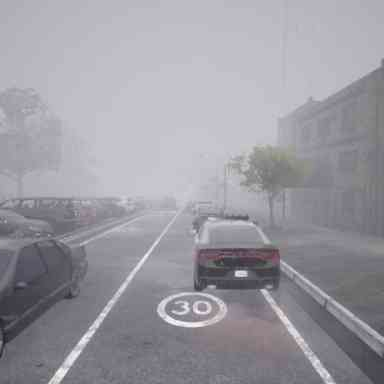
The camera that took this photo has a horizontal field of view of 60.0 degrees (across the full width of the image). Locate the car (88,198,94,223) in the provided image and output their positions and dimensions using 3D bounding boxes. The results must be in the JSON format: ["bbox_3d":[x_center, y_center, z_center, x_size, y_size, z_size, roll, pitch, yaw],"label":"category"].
[{"bbox_3d":[-8.800,1.431,20.534,4.553,1.767,2.185,0,-1,0],"label":"car"}]

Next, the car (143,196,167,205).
[{"bbox_3d":[-8.840,1.956,79.400,5.566,2.045,2.435,0,-1,0],"label":"car"}]

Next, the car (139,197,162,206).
[{"bbox_3d":[-8.831,1.979,70.989,4.553,1.767,2.185,0,-1,0],"label":"car"}]

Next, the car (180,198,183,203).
[{"bbox_3d":[-3.189,2.423,90.899,1.994,1.385,4.181,0,-1,0],"label":"car"}]

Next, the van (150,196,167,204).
[{"bbox_3d":[-8.993,2.119,90.612,4.442,1.987,1.878,0,-1,0],"label":"van"}]

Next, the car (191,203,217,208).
[{"bbox_3d":[0.988,1.584,19.095,1.837,1.490,4.892,0,-1,0],"label":"car"}]

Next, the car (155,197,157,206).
[{"bbox_3d":[-8.824,1.962,56.972,4.792,1.488,2.163,0,-1,0],"label":"car"}]

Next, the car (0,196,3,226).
[{"bbox_3d":[-8.869,1.232,9.325,5.566,2.045,2.435,0,0,0],"label":"car"}]

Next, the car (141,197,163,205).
[{"bbox_3d":[-8.834,2.013,73.792,4.553,1.767,2.185,0,-1,0],"label":"car"}]

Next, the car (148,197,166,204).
[{"bbox_3d":[-8.904,2.151,85.005,4.553,1.767,2.185,0,-1,0],"label":"car"}]

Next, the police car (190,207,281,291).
[{"bbox_3d":[0.981,1.431,9.187,1.930,1.638,5.238,0,0,0],"label":"police car"}]

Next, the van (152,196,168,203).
[{"bbox_3d":[-8.995,2.154,93.415,4.442,1.987,1.878,0,-1,0],"label":"van"}]

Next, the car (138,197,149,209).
[{"bbox_3d":[-8.840,1.796,45.763,5.008,1.535,2.097,0,-1,0],"label":"car"}]

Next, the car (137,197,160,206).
[{"bbox_3d":[-8.892,1.944,68.186,4.553,1.767,2.185,0,-1,0],"label":"car"}]

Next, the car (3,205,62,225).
[{"bbox_3d":[-8.841,1.514,14.927,4.892,1.521,2.231,0,0,0],"label":"car"}]

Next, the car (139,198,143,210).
[{"bbox_3d":[-8.812,1.766,40.155,4.792,1.488,2.163,0,-1,0],"label":"car"}]

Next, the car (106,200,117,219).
[{"bbox_3d":[-8.826,1.608,26.141,4.892,1.521,2.231,0,-1,0],"label":"car"}]

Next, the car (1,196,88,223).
[{"bbox_3d":[-8.861,1.283,17.735,5.566,2.045,2.435,0,0,0],"label":"car"}]

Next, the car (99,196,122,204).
[{"bbox_3d":[-21.985,2.089,90.095,5.566,2.045,2.435,0,-1,0],"label":"car"}]

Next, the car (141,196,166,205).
[{"bbox_3d":[-8.838,1.922,76.597,5.566,2.045,2.435,0,-1,0],"label":"car"}]

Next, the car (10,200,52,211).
[{"bbox_3d":[-21.922,1.833,45.422,4.674,1.452,2.002,0,-1,0],"label":"car"}]

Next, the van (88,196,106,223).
[{"bbox_3d":[-8.716,1.356,23.339,4.442,1.987,1.878,0,-1,0],"label":"van"}]

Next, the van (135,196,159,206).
[{"bbox_3d":[-8.742,1.810,65.384,4.442,1.987,1.878,0,-1,0],"label":"van"}]

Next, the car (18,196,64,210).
[{"bbox_3d":[-21.897,1.576,48.333,5.566,2.045,2.435,0,-1,0],"label":"car"}]

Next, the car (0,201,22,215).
[{"bbox_3d":[-21.947,1.738,37.192,4.792,1.488,2.163,0,-1,0],"label":"car"}]

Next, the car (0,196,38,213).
[{"bbox_3d":[-21.892,1.484,39.978,5.566,2.045,2.435,0,-1,0],"label":"car"}]

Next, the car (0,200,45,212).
[{"bbox_3d":[-21.917,1.765,42.762,5.008,1.535,2.097,0,-1,0],"label":"car"}]

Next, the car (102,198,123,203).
[{"bbox_3d":[-22.144,2.371,92.867,5.366,1.575,1.946,0,-1,0],"label":"car"}]

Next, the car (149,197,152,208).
[{"bbox_3d":[-9.032,1.826,48.563,5.366,1.575,1.946,0,-1,0],"label":"car"}]

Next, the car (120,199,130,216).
[{"bbox_3d":[-8.830,1.658,31.747,5.008,1.535,2.097,0,-1,0],"label":"car"}]

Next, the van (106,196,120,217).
[{"bbox_3d":[-8.950,1.407,28.946,4.442,1.987,1.878,0,-1,0],"label":"van"}]

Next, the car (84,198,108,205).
[{"bbox_3d":[-21.952,2.171,76.213,4.892,1.521,2.231,0,-1,0],"label":"car"}]

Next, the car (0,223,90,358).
[{"bbox_3d":[-3.346,1.544,5.712,2.033,1.411,5.357,0,0,0],"label":"car"}]

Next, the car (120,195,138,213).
[{"bbox_3d":[-8.865,1.432,34.553,5.566,2.045,2.435,0,-1,0],"label":"car"}]

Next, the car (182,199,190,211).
[{"bbox_3d":[0.072,1.882,46.267,2.033,1.411,5.357,0,-1,1],"label":"car"}]

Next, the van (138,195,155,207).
[{"bbox_3d":[-8.734,1.672,54.172,4.442,1.987,1.878,0,-1,0],"label":"van"}]

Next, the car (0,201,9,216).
[{"bbox_3d":[-21.887,1.713,34.407,4.792,1.488,2.163,0,-1,0],"label":"car"}]

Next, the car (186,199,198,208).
[{"bbox_3d":[0.041,2.060,59.947,1.994,1.385,4.181,0,-1,0],"label":"car"}]

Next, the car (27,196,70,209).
[{"bbox_3d":[-21.900,1.609,50.994,5.566,2.045,2.435,0,-1,0],"label":"car"}]

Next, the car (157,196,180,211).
[{"bbox_3d":[-3.319,1.569,47.376,2.150,2.045,5.566,0,-1,0],"label":"car"}]

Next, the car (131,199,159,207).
[{"bbox_3d":[-8.852,2.001,62.578,5.008,1.535,2.097,0,-1,0],"label":"car"}]

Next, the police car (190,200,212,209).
[{"bbox_3d":[0.991,1.559,25.215,1.930,1.638,5.238,0,-1,0],"label":"police car"}]
